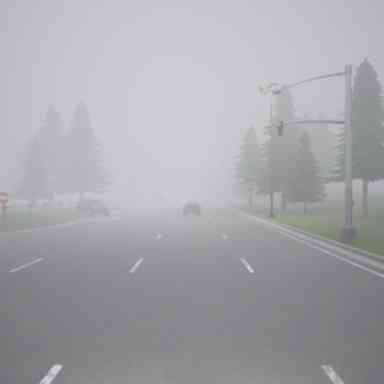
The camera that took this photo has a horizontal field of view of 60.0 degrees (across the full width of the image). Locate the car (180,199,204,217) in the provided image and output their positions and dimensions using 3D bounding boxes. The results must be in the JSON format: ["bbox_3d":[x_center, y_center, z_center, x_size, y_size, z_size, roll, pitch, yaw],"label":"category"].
[{"bbox_3d":[-0.009,1.741,34.031,1.837,1.490,4.892,0,0,0],"label":"car"}]

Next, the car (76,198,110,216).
[{"bbox_3d":[-10.271,1.481,34.620,2.097,1.767,4.553,5,-2,-40],"label":"car"}]

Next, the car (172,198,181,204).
[{"bbox_3d":[-3.512,2.044,75.476,1.812,1.442,4.674,0,0,0],"label":"car"}]

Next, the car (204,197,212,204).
[{"bbox_3d":[3.488,2.020,75.477,1.837,1.490,4.892,0,0,0],"label":"car"}]

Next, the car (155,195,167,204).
[{"bbox_3d":[-7.012,1.745,75.507,2.150,2.045,5.566,0,0,0],"label":"car"}]
